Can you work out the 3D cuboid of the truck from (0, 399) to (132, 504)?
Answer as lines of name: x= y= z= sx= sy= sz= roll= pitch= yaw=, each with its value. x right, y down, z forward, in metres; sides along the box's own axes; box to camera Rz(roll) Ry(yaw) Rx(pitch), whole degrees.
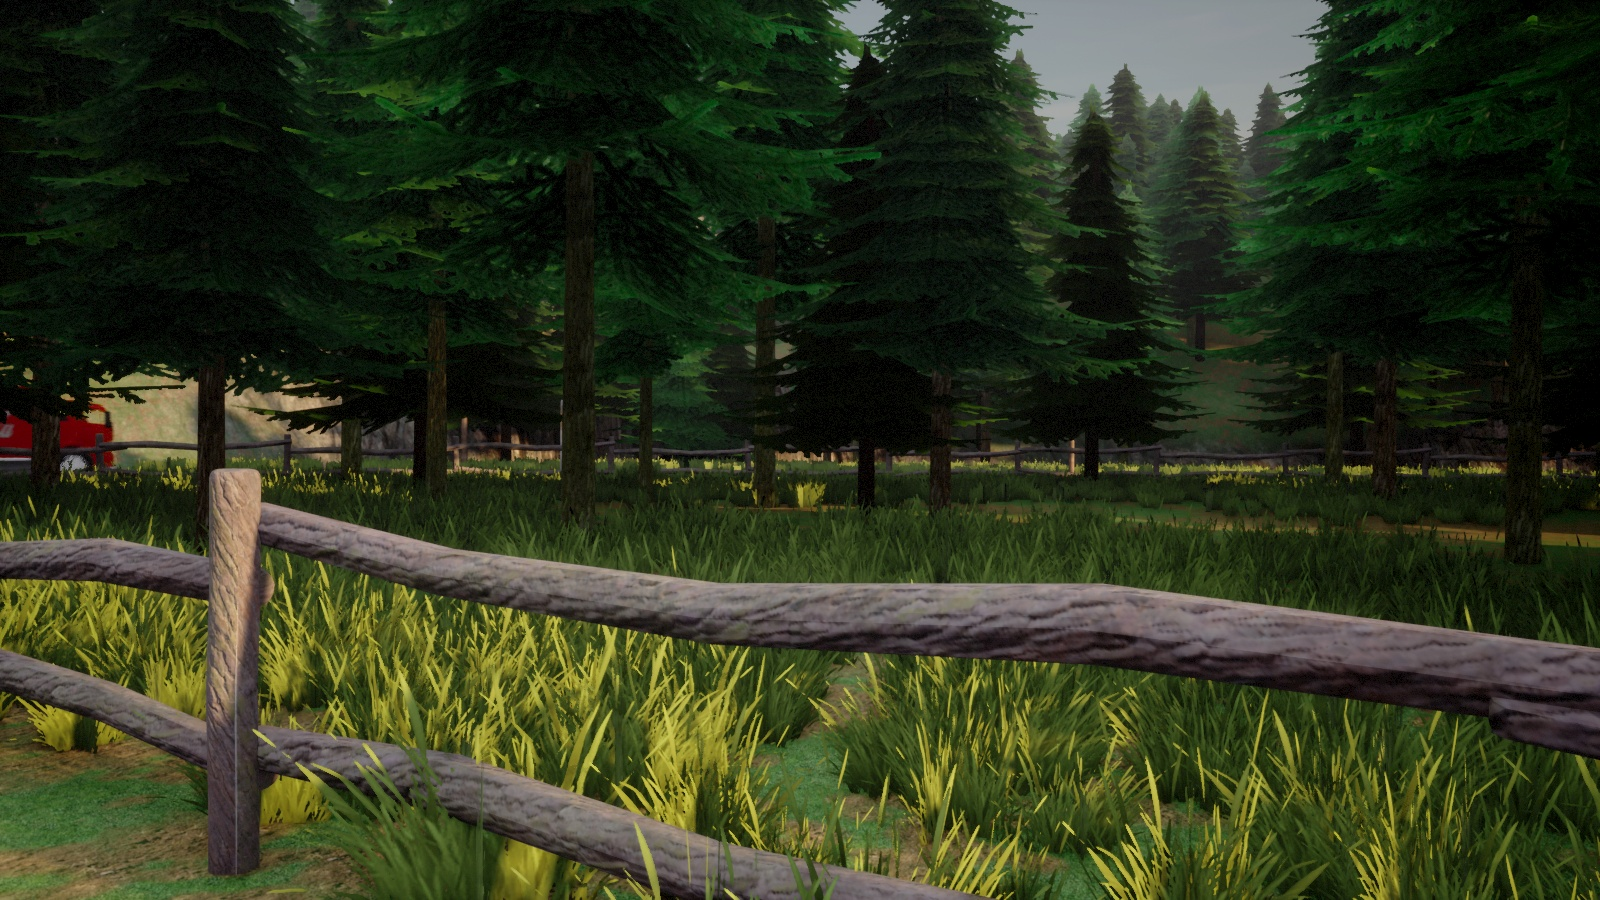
truck: x=-19.547 y=0.031 z=30.508 sx=2.627 sy=2.467 sz=5.204 roll=0 pitch=1 yaw=40
